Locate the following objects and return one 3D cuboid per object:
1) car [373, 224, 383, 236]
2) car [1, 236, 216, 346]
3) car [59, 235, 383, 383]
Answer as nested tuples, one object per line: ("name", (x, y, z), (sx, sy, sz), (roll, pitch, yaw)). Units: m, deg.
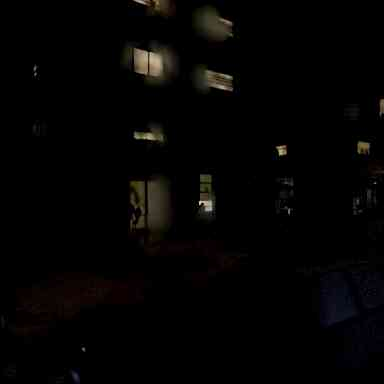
("car", (8.461, 1.550, 12.566), (4.403, 1.369, 2.008), (0, 0, -35))
("car", (-0.686, 1.525, 6.068), (4.829, 1.417, 1.752), (0, 0, -35))
("car", (1.352, 1.547, 4.336), (5.357, 1.411, 2.033), (0, 0, -35))
